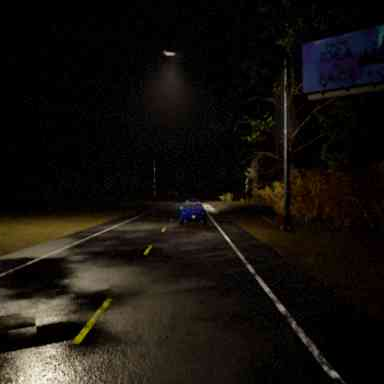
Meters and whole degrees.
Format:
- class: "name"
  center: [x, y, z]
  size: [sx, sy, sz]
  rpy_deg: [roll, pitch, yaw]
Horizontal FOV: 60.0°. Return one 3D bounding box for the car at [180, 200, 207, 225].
- class: "car"
  center: [0.105, 1.589, 25.358]
  size: [1.882, 1.535, 5.008]
  rpy_deg: [0, -1, 0]
